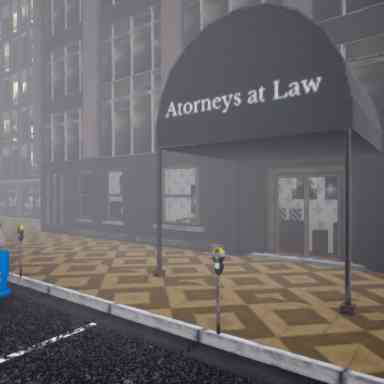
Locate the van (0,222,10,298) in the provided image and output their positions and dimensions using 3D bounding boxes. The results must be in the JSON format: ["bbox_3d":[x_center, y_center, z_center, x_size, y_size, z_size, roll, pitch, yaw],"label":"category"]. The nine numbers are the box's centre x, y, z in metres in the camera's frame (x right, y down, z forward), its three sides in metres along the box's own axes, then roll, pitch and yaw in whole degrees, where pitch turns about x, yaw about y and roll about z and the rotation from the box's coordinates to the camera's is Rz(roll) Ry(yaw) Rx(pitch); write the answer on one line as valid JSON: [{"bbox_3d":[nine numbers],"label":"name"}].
[{"bbox_3d":[-5.327,1.341,6.698,3.998,1.788,1.690,0,0,36],"label":"van"}]
